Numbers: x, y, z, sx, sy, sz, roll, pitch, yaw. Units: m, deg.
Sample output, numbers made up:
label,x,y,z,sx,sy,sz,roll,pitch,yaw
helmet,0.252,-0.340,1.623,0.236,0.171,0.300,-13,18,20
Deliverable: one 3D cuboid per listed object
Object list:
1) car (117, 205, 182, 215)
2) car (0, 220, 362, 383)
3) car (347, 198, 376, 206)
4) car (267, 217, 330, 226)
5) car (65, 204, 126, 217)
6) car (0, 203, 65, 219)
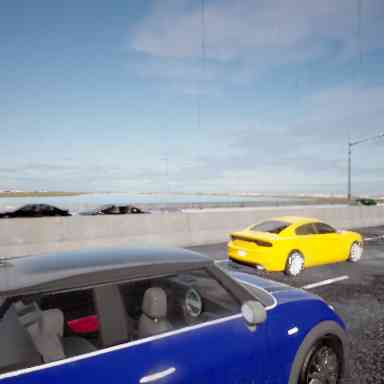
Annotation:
label,x,y,z,sx,sy,sz,roll,pitch,yaw
car,-1.950,1.613,19.766,4.181,1.385,1.994,0,0,-35
car,-0.375,1.360,3.471,4.553,1.767,2.097,0,0,-35
car,23.466,1.585,46.024,4.553,1.767,2.097,0,0,-34
car,3.374,1.522,10.429,5.008,1.535,1.882,0,0,-35
car,-5.329,1.545,21.663,4.892,1.490,1.837,0,0,-35
car,-10.700,1.495,22.144,5.008,1.535,1.882,0,0,-35
